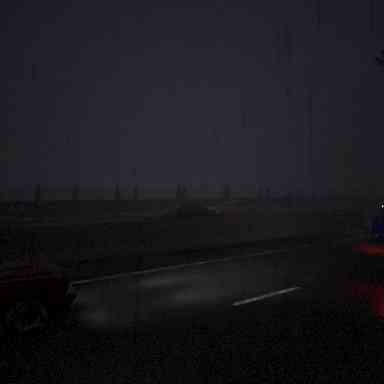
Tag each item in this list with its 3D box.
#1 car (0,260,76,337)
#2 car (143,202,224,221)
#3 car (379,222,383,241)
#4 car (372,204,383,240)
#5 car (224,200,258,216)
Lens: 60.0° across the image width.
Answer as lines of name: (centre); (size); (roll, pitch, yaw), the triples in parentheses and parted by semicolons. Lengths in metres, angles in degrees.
car: (-4.309, 1.604, 4.990); (4.718, 1.301, 1.895); (0, 0, -35)
car: (-0.649, 1.476, 20.758); (5.008, 1.535, 1.882); (0, 0, -36)
car: (7.111, 1.519, 8.853); (4.674, 1.442, 1.812); (0, 0, -36)
car: (10.337, 1.468, 15.472); (5.008, 1.535, 1.882); (0, 0, -36)
car: (3.343, 1.473, 27.925); (5.008, 1.535, 1.882); (0, 0, -36)
